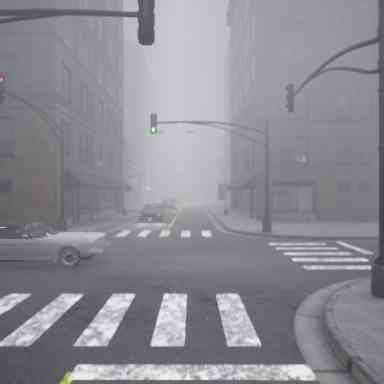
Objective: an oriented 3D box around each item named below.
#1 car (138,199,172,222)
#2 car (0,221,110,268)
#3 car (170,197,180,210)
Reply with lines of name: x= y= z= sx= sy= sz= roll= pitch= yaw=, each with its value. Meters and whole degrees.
car: x=-3.057 y=1.579 z=26.766 sx=2.033 sy=1.411 sz=5.357 roll=0 pitch=0 yaw=0
car: x=-5.141 y=1.615 z=10.669 sx=4.718 sy=1.301 sz=1.895 roll=0 pitch=0 yaw=0
car: x=-3.026 y=1.600 z=43.066 sx=2.033 sy=1.411 sz=5.357 roll=0 pitch=0 yaw=0
